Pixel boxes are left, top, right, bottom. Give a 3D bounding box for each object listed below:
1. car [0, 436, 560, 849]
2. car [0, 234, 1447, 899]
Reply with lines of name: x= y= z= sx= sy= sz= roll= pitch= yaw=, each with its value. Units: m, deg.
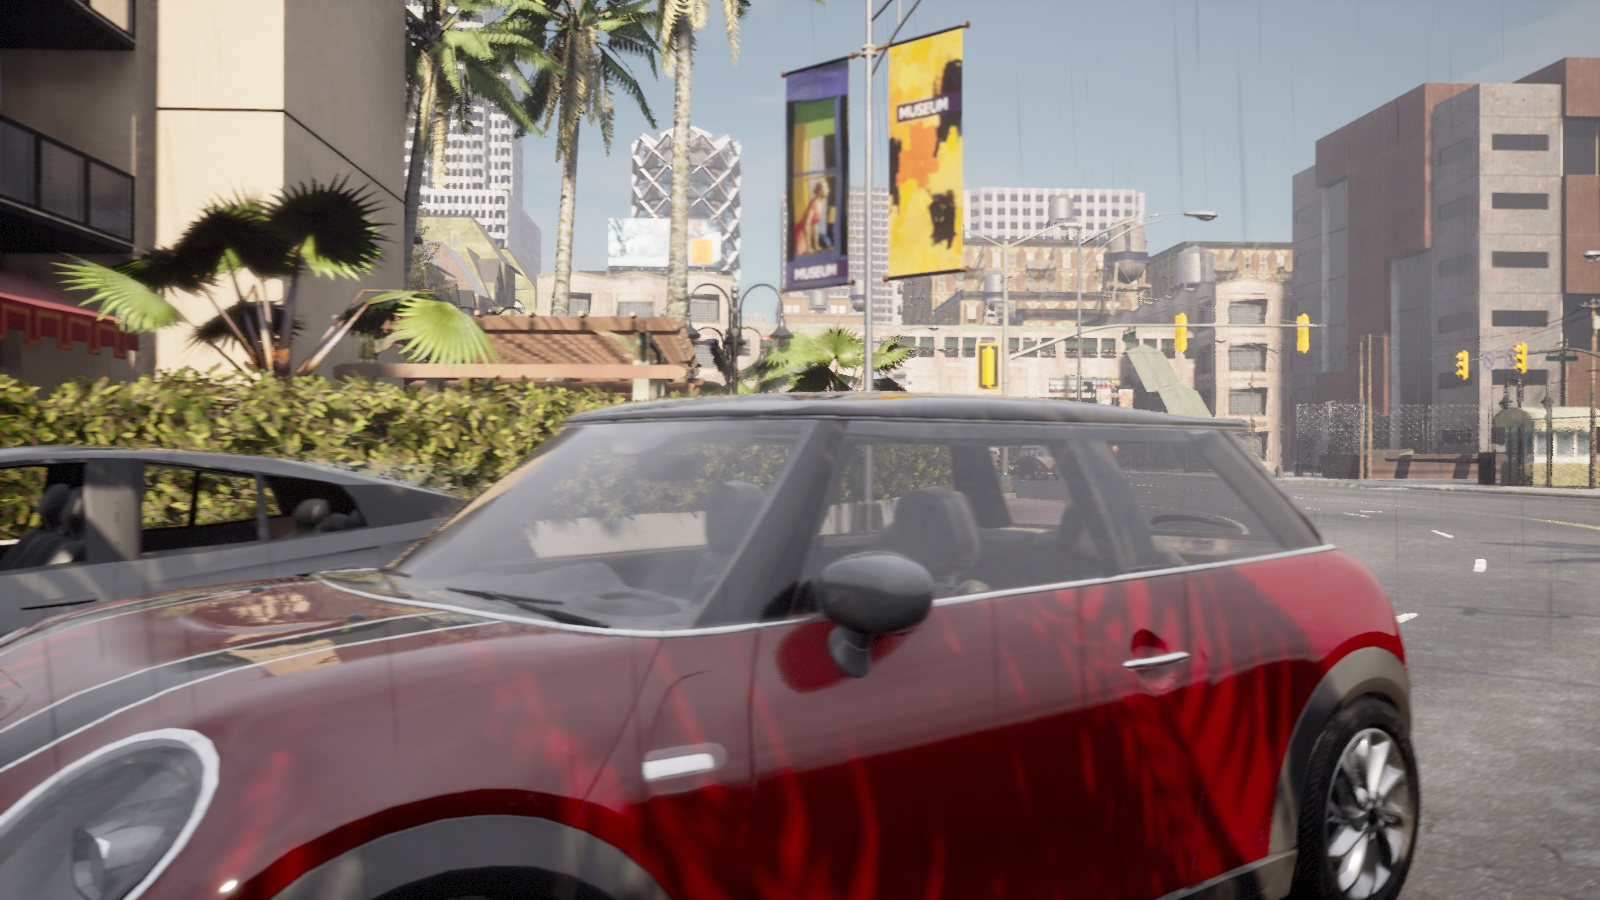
car: x=-3.555 y=0.715 z=5.443 sx=4.514 sy=1.525 sz=2.007 roll=0 pitch=0 yaw=-38
car: x=-0.277 y=0.614 z=3.546 sx=4.553 sy=1.767 sz=2.097 roll=0 pitch=0 yaw=-39
